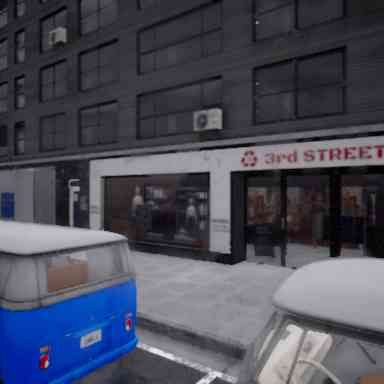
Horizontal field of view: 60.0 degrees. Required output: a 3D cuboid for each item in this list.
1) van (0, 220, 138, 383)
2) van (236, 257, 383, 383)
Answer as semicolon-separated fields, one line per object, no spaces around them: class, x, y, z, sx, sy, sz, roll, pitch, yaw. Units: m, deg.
van;-2.592;1.338;4.655;3.998;1.788;1.690;0;0;35
van;2.036;1.342;1.358;3.998;1.788;1.690;0;0;35
